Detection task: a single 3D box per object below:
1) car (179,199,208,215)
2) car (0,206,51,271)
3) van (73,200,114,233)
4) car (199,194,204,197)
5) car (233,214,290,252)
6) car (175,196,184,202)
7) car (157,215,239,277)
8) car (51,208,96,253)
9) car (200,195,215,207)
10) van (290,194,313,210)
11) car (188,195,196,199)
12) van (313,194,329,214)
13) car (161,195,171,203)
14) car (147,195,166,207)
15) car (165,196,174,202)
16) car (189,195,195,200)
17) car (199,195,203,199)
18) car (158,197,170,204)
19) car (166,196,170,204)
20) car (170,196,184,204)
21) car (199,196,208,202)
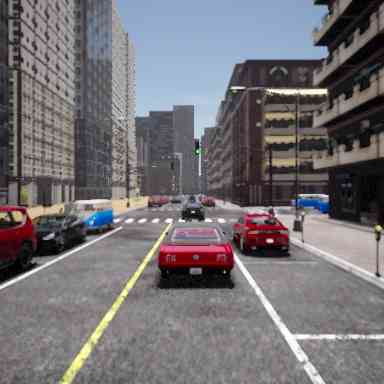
[{"bbox_3d":[0.101,1.593,29.021,1.994,1.385,4.181,0,0,0],"label":"car"},{"bbox_3d":[-5.695,1.321,8.174,2.192,1.841,5.009,0,0,0],"label":"car"},{"bbox_3d":[-5.695,1.357,19.220,1.690,1.788,3.998,0,0,0],"label":"van"},{"bbox_3d":[2.686,1.522,62.664,1.967,1.590,4.097,0,0,0],"label":"car"},{"bbox_3d":[2.686,1.555,13.696,1.887,1.381,4.507,0,0,0],"label":"car"},{"bbox_3d":[-2.997,1.644,79.759,2.128,1.511,4.902,0,0,0],"label":"car"},{"bbox_3d":[0.099,1.608,10.179,1.895,1.301,4.718,0,0,0],"label":"car"},{"bbox_3d":[-5.694,1.577,13.697,1.947,1.339,4.313,0,0,0],"label":"car"},{"bbox_3d":[2.686,1.608,51.609,1.887,1.381,4.507,0,0,0],"label":"car"},{"bbox_3d":[13.709,1.152,39.165,3.998,1.788,1.690,-1,1,0],"label":"van"},{"bbox_3d":[0.002,1.615,81.494,1.837,1.490,4.892,0,0,0],"label":"car"},{"bbox_3d":[13.731,1.182,30.785,3.998,1.788,1.690,-1,1,0],"label":"van"},{"bbox_3d":[-5.694,1.545,73.721,1.967,1.590,4.097,0,0,0],"label":"car"},{"bbox_3d":[-5.695,1.378,51.611,2.192,1.841,5.009,0,0,0],"label":"car"},{"bbox_3d":[-5.693,1.656,84.606,1.752,1.417,4.829,0,0,0],"label":"car"},{"bbox_3d":[0.002,1.499,91.915,1.837,1.490,4.892,0,0,0],"label":"car"},{"bbox_3d":[2.687,1.617,57.137,1.887,1.381,4.507,0,0,0],"label":"car"},{"bbox_3d":[-5.693,1.659,68.193,1.947,1.339,4.313,0,0,0],"label":"car"},{"bbox_3d":[-5.693,1.627,62.665,1.887,1.381,4.507,0,0,0],"label":"car"},{"bbox_3d":[-3.018,1.686,64.254,1.895,1.301,4.718,0,0,1],"label":"car"},{"bbox_3d":[2.687,1.684,79.247,1.947,1.339,4.313,0,0,0],"label":"car"}]
